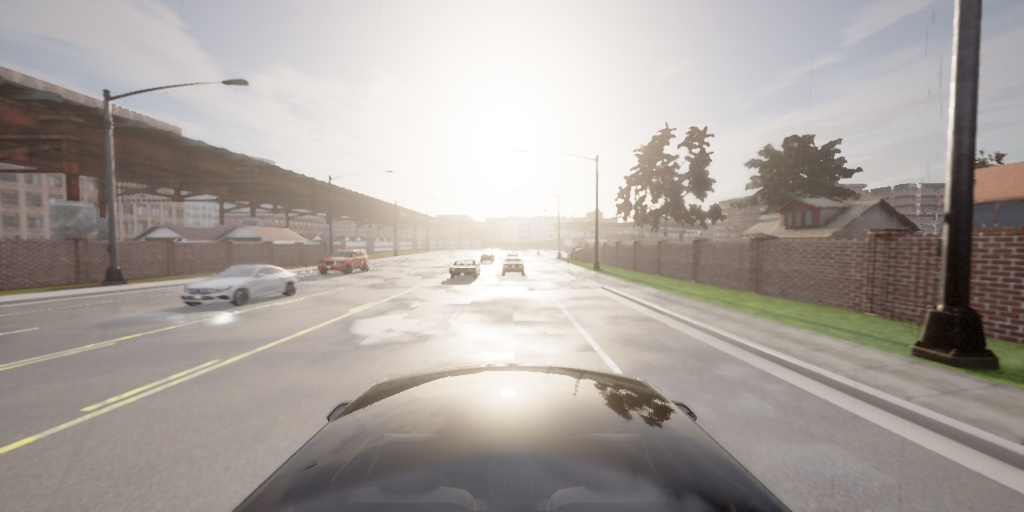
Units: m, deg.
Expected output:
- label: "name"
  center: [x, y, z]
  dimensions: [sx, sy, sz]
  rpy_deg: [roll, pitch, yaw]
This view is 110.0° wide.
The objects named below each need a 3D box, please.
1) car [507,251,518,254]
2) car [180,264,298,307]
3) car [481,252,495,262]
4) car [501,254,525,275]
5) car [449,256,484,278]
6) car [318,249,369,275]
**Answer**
- label: "car"
  center: [0.110, -0.100, 57.085]
  dimensions: [1.895, 1.301, 4.718]
  rpy_deg: [0, 2, 0]
- label: "car"
  center: [-10.587, 1.070, 14.419]
  dimensions: [1.812, 1.442, 4.674]
  rpy_deg: [0, 1, 0]
- label: "car"
  center: [-3.393, 0.147, 50.696]
  dimensions: [1.895, 1.301, 4.718]
  rpy_deg: [0, 2, 0]
- label: "car"
  center: [0.105, 0.782, 29.854]
  dimensions: [2.033, 1.411, 5.357]
  rpy_deg: [0, 1, 0]
- label: "car"
  center: [-3.396, 0.911, 26.771]
  dimensions: [1.895, 1.301, 4.718]
  rpy_deg: [0, 1, 0]
- label: "car"
  center: [-14.050, 0.447, 30.286]
  dimensions: [2.150, 2.045, 5.566]
  rpy_deg: [0, 1, 0]
